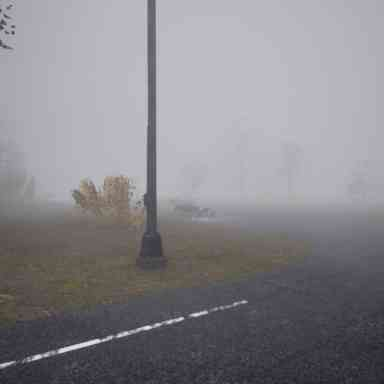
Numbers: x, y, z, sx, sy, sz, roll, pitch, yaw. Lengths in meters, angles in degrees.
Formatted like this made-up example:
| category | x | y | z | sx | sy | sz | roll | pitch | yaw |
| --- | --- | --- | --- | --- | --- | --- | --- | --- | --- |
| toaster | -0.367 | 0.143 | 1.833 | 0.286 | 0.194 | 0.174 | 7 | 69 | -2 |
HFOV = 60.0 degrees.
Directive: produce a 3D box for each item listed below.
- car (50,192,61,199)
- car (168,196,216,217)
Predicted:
| category | x | y | z | sx | sy | sz | roll | pitch | yaw |
| --- | --- | --- | --- | --- | --- | --- | --- | --- | --- |
| car | -30.260 | 0.659 | 73.621 | 2.128 | 1.511 | 4.902 | -1 | 1 | -29 |
| car | 0.134 | 1.310 | 29.106 | 1.812 | 1.442 | 4.674 | -1 | 1 | -35 |
